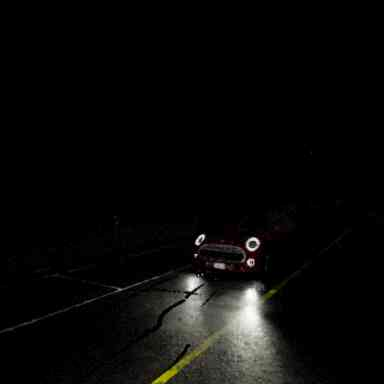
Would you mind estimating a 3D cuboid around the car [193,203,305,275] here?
[{"bbox_3d":[1.896,1.352,10.660,2.097,1.767,4.553,0,0,32],"label":"car"}]

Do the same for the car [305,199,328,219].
[{"bbox_3d":[10.513,1.583,29.468,1.802,1.307,4.206,0,0,32],"label":"car"}]

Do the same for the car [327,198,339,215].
[{"bbox_3d":[13.420,1.567,34.167,1.947,1.339,4.313,0,0,32],"label":"car"}]

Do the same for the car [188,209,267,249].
[{"bbox_3d":[1.793,1.566,15.372,1.947,1.339,4.313,0,0,32],"label":"car"}]

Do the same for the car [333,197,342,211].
[{"bbox_3d":[16.327,1.442,38.865,1.967,1.590,4.097,0,0,32],"label":"car"}]
